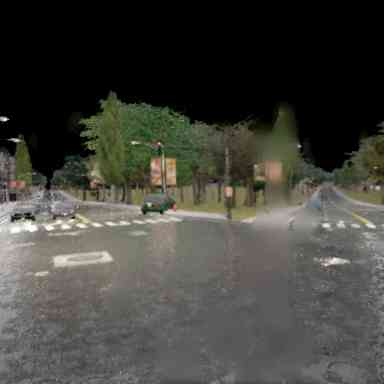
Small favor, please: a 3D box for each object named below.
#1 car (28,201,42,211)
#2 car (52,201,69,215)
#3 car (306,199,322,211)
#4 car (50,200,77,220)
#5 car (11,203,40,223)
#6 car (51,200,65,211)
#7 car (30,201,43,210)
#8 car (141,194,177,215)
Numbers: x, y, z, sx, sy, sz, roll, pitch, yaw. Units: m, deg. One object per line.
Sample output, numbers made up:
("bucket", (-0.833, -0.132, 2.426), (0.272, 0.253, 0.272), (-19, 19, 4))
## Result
("car", (-24.972, 2.189, 52.986), (1.812, 1.442, 4.674), (-2, 0, -23))
("car", (-16.335, 1.908, 41.125), (1.812, 1.442, 4.674), (-2, 0, -23))
("car", (20.692, 2.197, 56.380), (2.150, 2.045, 5.566), (-1, 0, 21))
("car", (-11.951, 1.748, 31.004), (1.837, 1.490, 4.892), (-2, 0, -23))
("car", (-14.852, 1.926, 29.512), (1.895, 1.301, 4.718), (-2, 0, -24))
("car", (-21.046, 2.023, 52.033), (1.882, 1.535, 5.008), (-2, 0, -23))
("car", (-19.280, 2.030, 39.755), (1.994, 1.385, 4.181), (-2, 0, -23))
("car", (-3.342, 1.186, 34.264), (2.150, 2.045, 5.566), (1, 4, 16))
